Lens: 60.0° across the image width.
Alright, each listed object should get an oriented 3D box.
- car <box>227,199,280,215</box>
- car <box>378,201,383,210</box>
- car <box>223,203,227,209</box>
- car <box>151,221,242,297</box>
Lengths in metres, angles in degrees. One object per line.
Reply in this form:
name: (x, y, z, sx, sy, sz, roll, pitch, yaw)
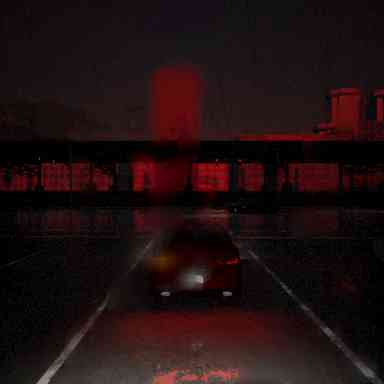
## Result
car: (6.351, 1.469, 32.812, 4.902, 1.511, 2.128, 0, 0, -25)
car: (24.085, 1.214, 38.388, 4.553, 1.767, 2.097, -1, 0, 2)
car: (5.957, 1.510, 38.879, 4.674, 1.442, 1.812, 0, 0, 2)
car: (0.095, 1.478, 8.637, 1.882, 1.535, 5.008, 0, 0, 0)
